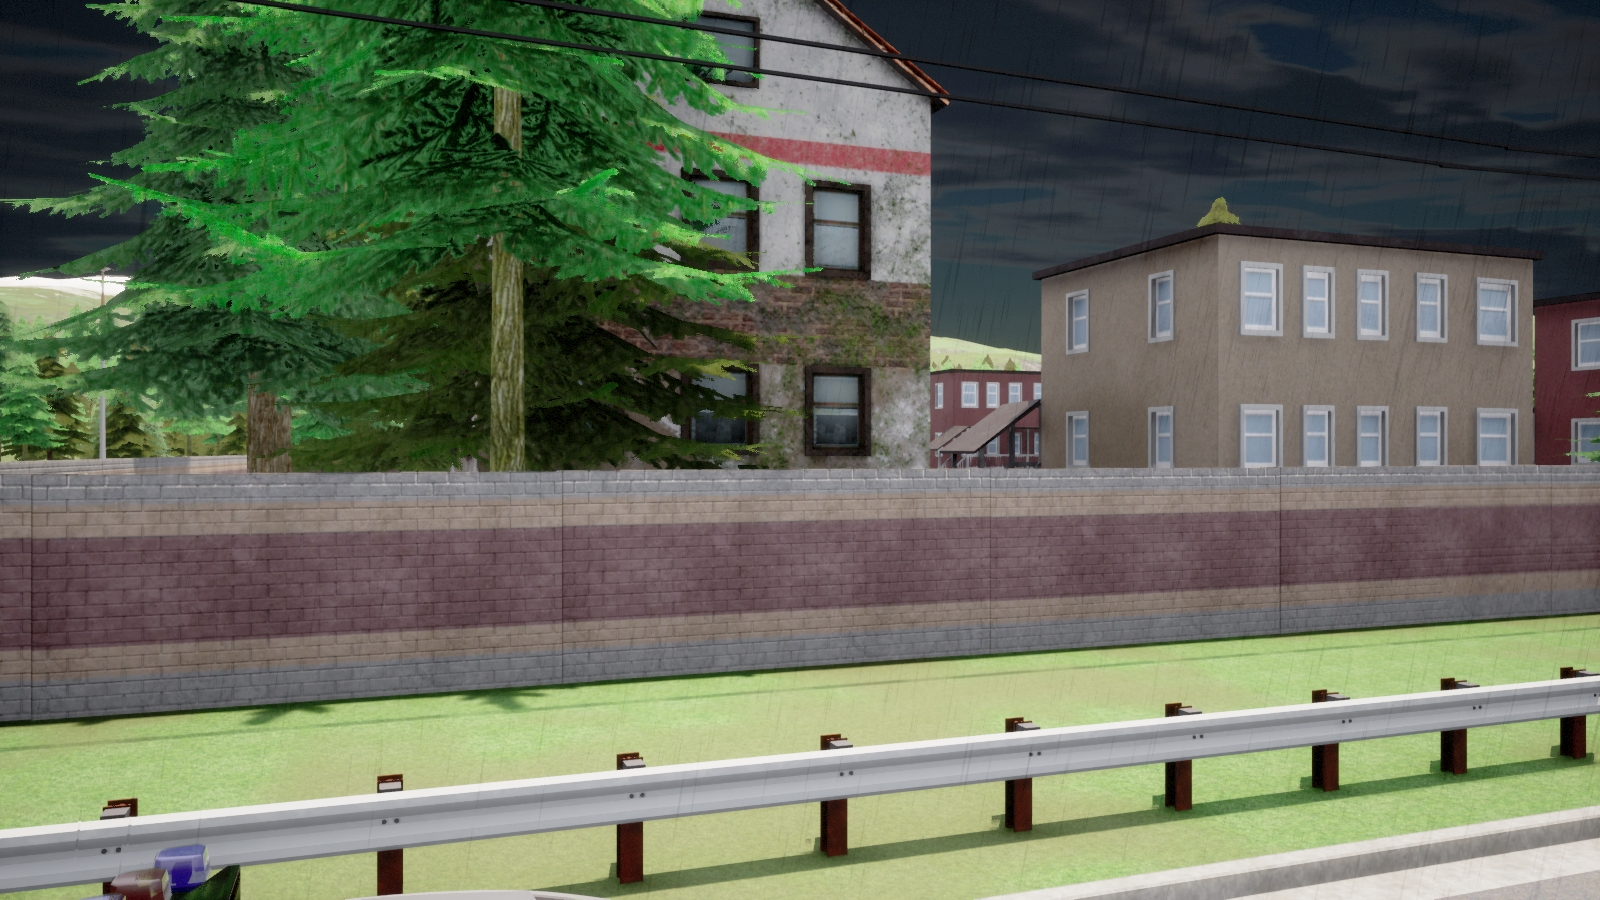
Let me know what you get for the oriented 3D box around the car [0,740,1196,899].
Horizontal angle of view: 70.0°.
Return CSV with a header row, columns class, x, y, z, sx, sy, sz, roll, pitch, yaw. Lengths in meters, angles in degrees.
class,x,y,z,sx,sy,sz,roll,pitch,yaw
car,-1.671,1.982,2.695,5.238,1.638,2.097,0,0,-20
